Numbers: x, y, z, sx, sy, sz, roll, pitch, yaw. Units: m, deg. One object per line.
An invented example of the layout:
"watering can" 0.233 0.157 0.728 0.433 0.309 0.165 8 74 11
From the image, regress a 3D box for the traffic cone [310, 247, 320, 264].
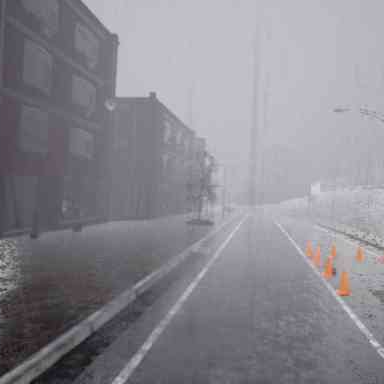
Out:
"traffic cone" 4.691 2.375 12.420 0.340 0.580 0.340 3 -1 11

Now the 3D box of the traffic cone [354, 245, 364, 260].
"traffic cone" 7.040 2.536 13.985 0.340 0.580 0.340 3 -1 11

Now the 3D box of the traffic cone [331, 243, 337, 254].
"traffic cone" 6.062 2.478 14.183 0.340 0.580 0.340 3 -1 11

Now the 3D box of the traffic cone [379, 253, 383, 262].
"traffic cone" 8.019 2.594 13.788 0.340 0.580 0.340 3 -1 11

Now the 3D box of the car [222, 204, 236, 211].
"car" 8.402 3.573 75.288 1.837 1.490 4.892 3 -3 -15

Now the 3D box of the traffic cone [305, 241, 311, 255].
"traffic cone" 5.084 2.420 14.380 0.340 0.580 0.340 3 -1 11

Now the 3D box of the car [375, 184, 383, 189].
"car" 39.717 -0.886 67.452 2.231 1.521 4.892 3 0 10

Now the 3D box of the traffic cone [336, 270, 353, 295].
"traffic cone" 3.905 2.286 8.499 0.340 0.580 0.340 3 -1 11

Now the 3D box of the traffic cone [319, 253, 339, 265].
"traffic cone" 4.298 2.330 10.459 0.340 0.580 0.340 3 -1 11

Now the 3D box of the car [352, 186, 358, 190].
"car" 42.604 -0.689 83.630 2.002 1.452 4.674 3 0 10

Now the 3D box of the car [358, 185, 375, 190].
"car" 41.648 -0.909 78.222 2.185 1.767 4.553 3 0 10
